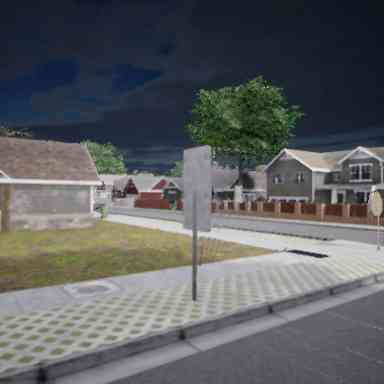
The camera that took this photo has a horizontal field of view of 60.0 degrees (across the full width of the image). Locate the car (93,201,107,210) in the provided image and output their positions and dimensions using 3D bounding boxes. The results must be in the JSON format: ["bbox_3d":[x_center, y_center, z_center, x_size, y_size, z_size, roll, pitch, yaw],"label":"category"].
[{"bbox_3d":[-14.490,1.986,49.880,2.033,1.411,5.357,1,-1,-35],"label":"car"}]
